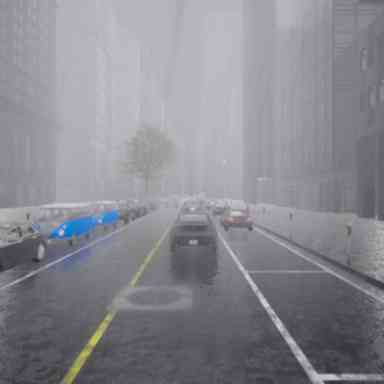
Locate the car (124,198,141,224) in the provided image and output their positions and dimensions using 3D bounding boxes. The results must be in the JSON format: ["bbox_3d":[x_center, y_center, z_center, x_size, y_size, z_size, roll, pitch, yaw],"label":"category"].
[{"bbox_3d":[-5.761,1.465,26.723,2.192,1.841,5.009,0,0,0],"label":"car"}]

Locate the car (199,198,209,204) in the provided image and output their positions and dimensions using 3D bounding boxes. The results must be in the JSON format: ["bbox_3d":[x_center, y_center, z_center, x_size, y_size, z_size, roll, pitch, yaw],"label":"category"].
[{"bbox_3d":[2.769,2.002,77.824,2.008,1.369,4.403,0,0,0],"label":"car"}]

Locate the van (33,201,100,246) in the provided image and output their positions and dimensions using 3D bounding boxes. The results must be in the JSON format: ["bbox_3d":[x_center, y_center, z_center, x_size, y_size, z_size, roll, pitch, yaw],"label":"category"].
[{"bbox_3d":[-5.761,1.427,15.368,1.690,1.788,3.998,0,0,0],"label":"van"}]

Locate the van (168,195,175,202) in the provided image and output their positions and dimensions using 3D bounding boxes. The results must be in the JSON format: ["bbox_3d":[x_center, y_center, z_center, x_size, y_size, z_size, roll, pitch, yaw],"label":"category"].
[{"bbox_3d":[-5.755,1.898,94.850,1.690,1.788,3.998,0,0,0],"label":"van"}]

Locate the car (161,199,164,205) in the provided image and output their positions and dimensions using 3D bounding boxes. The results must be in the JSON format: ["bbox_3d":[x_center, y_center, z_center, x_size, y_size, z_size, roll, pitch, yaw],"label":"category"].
[{"bbox_3d":[-5.758,1.830,49.430,2.008,1.369,4.403,0,0,0],"label":"car"}]

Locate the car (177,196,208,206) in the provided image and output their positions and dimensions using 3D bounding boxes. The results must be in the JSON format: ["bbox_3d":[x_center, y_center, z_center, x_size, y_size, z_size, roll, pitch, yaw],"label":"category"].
[{"bbox_3d":[0.072,1.516,29.470,2.097,1.767,4.553,0,0,0],"label":"car"}]

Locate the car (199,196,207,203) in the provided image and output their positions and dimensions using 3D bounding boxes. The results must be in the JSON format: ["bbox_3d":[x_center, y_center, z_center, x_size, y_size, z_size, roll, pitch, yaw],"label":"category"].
[{"bbox_3d":[2.769,1.926,83.502,1.967,1.590,4.097,0,0,0],"label":"car"}]

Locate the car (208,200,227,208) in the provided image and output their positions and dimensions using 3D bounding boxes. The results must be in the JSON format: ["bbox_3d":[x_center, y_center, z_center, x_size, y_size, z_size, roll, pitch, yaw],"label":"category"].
[{"bbox_3d":[2.765,1.732,32.404,2.008,1.369,4.403,0,0,0],"label":"car"}]

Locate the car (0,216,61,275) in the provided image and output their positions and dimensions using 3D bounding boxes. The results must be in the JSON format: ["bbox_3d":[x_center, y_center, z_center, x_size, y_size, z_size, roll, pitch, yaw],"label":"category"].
[{"bbox_3d":[-5.762,1.605,9.689,2.008,1.369,4.403,0,0,0],"label":"car"}]

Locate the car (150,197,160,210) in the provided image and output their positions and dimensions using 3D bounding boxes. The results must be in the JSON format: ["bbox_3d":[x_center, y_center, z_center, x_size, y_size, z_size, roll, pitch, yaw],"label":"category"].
[{"bbox_3d":[-5.759,1.561,43.754,2.192,1.841,5.009,0,0,0],"label":"car"}]

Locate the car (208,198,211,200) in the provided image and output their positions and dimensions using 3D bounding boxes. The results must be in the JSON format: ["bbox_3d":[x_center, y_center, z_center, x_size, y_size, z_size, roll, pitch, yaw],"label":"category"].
[{"bbox_3d":[2.766,1.828,43.759,1.802,1.307,4.206,0,0,0],"label":"car"}]

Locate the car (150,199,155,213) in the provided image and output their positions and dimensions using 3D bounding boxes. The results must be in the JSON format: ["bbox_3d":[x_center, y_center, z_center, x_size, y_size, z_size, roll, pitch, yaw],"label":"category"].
[{"bbox_3d":[-5.759,1.780,38.076,1.947,1.339,4.313,0,0,0],"label":"car"}]

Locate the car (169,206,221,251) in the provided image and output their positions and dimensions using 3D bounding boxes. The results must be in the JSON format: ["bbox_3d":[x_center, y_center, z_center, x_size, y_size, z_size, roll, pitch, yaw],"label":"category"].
[{"bbox_3d":[0.070,1.586,14.456,1.837,1.490,4.892,0,0,0],"label":"car"}]

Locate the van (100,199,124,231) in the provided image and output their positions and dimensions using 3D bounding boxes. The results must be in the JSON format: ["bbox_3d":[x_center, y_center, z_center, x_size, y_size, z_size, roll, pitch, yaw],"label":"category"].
[{"bbox_3d":[-5.761,1.459,21.045,1.690,1.788,3.998,0,0,0],"label":"van"}]

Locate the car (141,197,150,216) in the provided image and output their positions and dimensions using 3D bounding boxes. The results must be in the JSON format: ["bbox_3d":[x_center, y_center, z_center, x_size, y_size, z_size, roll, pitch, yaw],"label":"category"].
[{"bbox_3d":[-5.760,1.497,32.400,2.192,1.841,5.009,0,0,0],"label":"car"}]

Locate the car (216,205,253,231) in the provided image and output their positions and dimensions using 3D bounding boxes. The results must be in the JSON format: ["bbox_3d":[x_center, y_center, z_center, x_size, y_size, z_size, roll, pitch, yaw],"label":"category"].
[{"bbox_3d":[2.764,1.700,21.049,1.802,1.307,4.206,0,0,0],"label":"car"}]

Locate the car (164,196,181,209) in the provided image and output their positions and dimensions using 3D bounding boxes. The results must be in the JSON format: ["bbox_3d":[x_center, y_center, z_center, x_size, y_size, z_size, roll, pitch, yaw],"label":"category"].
[{"bbox_3d":[-3.076,1.782,51.619,2.128,1.511,4.902,0,0,0],"label":"car"}]
